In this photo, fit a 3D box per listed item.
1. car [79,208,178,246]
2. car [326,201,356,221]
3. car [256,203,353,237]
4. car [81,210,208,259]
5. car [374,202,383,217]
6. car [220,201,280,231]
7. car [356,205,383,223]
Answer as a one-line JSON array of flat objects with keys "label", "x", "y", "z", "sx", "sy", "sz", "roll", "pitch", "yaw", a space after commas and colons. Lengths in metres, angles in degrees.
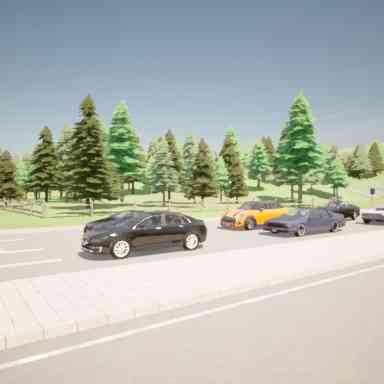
[{"label": "car", "x": -2.996, "y": 1.564, "z": 15.946, "sx": 4.181, "sy": 1.385, "sz": 1.994, "roll": 0, "pitch": 0, "yaw": -34}, {"label": "car", "x": 11.192, "y": 1.491, "z": 25.993, "sx": 4.902, "sy": 1.511, "sz": 2.128, "roll": 0, "pitch": 0, "yaw": -35}, {"label": "car", "x": 6.288, "y": 1.547, "z": 18.254, "sx": 5.357, "sy": 1.411, "sz": 2.033, "roll": 0, "pitch": 0, "yaw": -35}, {"label": "car", "x": -1.655, "y": 1.505, "z": 12.620, "sx": 4.892, "sy": 1.490, "sz": 1.837, "roll": 0, "pitch": 0, "yaw": -35}, {"label": "car", "x": 19.508, "y": 1.601, "z": 31.801, "sx": 4.718, "sy": 1.301, "sz": 1.895, "roll": 0, "pitch": 0, "yaw": -35}, {"label": "car", "x": 3.939, "y": 1.352, "z": 20.873, "sx": 4.553, "sy": 1.767, "sz": 2.097, "roll": 0, "pitch": 0, "yaw": -35}, {"label": "car", "x": 14.117, "y": 1.601, "z": 23.783, "sx": 4.718, "sy": 1.301, "sz": 1.895, "roll": 0, "pitch": 0, "yaw": -35}]
